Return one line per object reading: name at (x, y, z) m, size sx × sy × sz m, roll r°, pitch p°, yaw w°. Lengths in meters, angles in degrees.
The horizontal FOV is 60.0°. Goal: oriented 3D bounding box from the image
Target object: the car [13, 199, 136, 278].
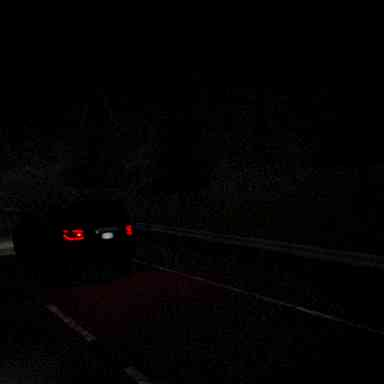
car at (-3.940, 1.240, 10.614) m, size 2.150 × 2.045 × 5.566 m, roll -1°, pitch 0°, yaw -41°
